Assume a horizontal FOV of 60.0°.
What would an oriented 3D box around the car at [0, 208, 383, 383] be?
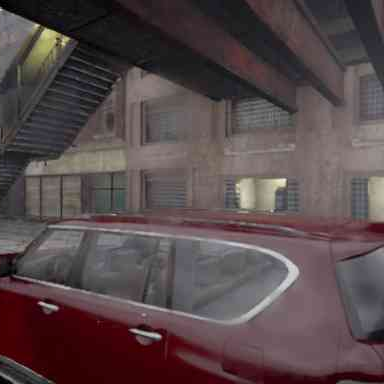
[{"bbox_3d":[-0.587,1.210,3.725,5.566,2.045,2.435,0,0,35],"label":"car"}]
